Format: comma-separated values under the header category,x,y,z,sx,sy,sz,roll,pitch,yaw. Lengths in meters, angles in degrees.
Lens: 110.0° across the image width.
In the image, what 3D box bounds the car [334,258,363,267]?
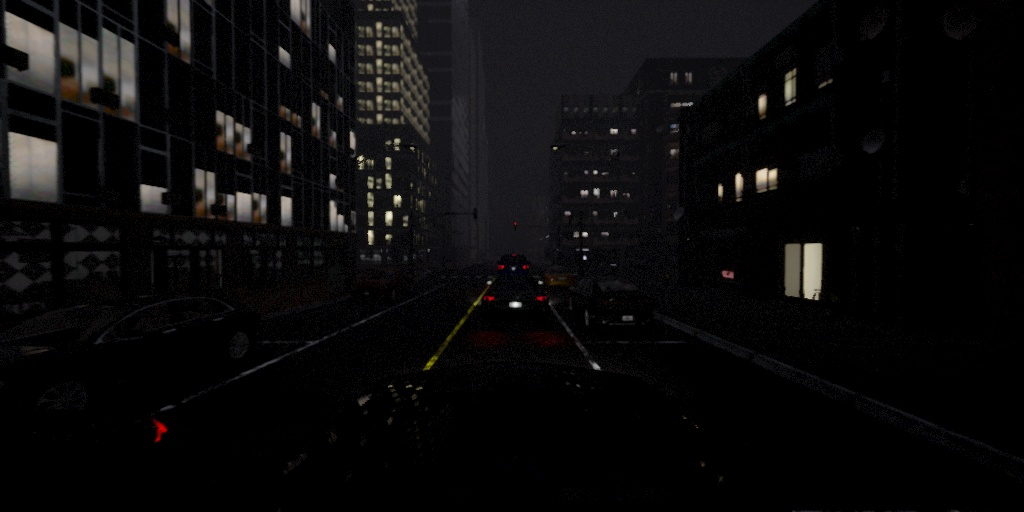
category,x,y,z,sx,sy,sz,roll,pitch,yaw
car,-21.664,0.902,45.826,4.829,1.417,1.751,0,0,1

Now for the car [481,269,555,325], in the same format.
category,x,y,z,sx,sy,sz,roll,pitch,yaw
car,0.098,1.282,11.660,1.994,1.385,4.181,0,0,0

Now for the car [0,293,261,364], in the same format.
category,x,y,z,sx,sy,sz,roll,pitch,yaw
car,-5.794,1.289,5.313,2.007,1.370,4.403,0,0,0

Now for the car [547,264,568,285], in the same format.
category,x,y,z,sx,sy,sz,roll,pitch,yaw
car,2.821,1.213,22.358,1.751,1.417,4.829,0,0,0

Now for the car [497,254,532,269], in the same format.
category,x,y,z,sx,sy,sz,roll,pitch,yaw
car,0.096,0.896,25.135,2.150,2.045,5.566,0,0,0

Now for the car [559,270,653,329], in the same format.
category,x,y,z,sx,sy,sz,roll,pitch,yaw
car,2.820,1.272,10.900,2.007,1.370,4.403,0,0,0

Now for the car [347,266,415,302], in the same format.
category,x,y,z,sx,sy,sz,roll,pitch,yaw
car,-5.819,1.249,16.602,1.888,1.381,4.507,0,0,0

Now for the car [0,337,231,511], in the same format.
category,x,y,z,sx,sy,sz,roll,pitch,yaw
car,-3.100,1.317,0.568,1.994,1.385,4.181,0,0,0

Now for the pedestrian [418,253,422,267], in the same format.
category,x,y,z,sx,sy,sz,roll,pitch,yaw
pedestrian,-12.545,0.538,48.658,0.375,1.860,0.375,0,1,1

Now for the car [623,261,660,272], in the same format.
category,x,y,z,sx,sy,sz,roll,pitch,yaw
car,16.312,1.251,45.327,4.403,1.370,2.007,0,0,1

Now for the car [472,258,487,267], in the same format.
category,x,y,z,sx,sy,sz,roll,pitch,yaw
car,-5.687,1.101,59.974,1.751,1.417,4.829,0,0,0
